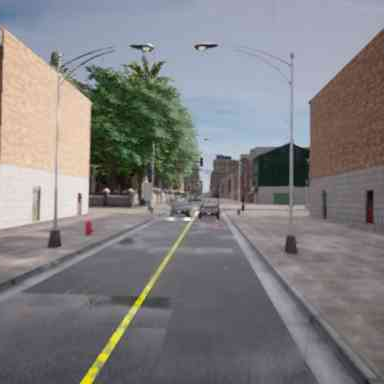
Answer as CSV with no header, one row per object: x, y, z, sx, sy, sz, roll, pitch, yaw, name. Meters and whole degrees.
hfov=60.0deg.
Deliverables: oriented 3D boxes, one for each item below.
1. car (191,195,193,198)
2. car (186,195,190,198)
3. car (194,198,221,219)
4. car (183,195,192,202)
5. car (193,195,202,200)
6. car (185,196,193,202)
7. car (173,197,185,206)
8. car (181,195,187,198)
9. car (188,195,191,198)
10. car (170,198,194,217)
-1.362,1.926,82.887,1.802,1.307,4.206,2,0,3,car
-2.092,1.791,66.553,2.008,1.369,4.403,2,0,3,car
1.564,1.623,30.243,2.128,1.511,4.902,1,0,3,car
-1.110,1.699,88.333,2.192,1.841,5.009,2,0,3,car
1.501,1.768,88.136,2.097,1.767,4.553,1,0,3,car
-0.871,1.866,93.777,1.967,1.590,4.097,2,0,3,car
-2.373,1.736,61.399,1.752,1.417,4.829,2,0,3,car
-2.438,1.751,59.426,2.008,1.369,4.403,2,0,3,car
-1.849,1.838,71.998,1.947,1.339,4.313,2,0,3,car
-1.058,1.610,33.162,1.837,1.490,4.892,1,0,3,car
